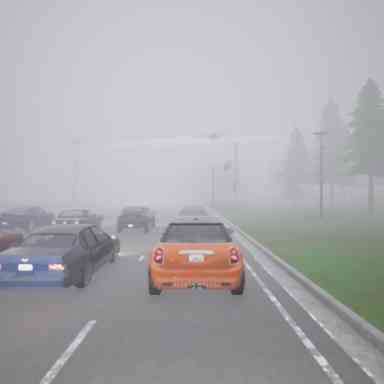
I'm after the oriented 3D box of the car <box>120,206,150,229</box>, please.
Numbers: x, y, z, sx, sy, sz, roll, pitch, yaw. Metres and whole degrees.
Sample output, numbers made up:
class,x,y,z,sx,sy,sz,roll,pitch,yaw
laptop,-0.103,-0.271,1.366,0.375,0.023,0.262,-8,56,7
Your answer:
class,x,y,z,sx,sy,sz,roll,pitch,yaw
car,-3.420,1.637,20.901,1.837,1.490,4.892,0,-1,0

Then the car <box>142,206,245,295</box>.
class,x,y,z,sx,sy,sz,roll,pitch,yaw
car,0.092,1.409,9.009,2.097,1.767,4.553,0,0,0

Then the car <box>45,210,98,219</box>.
class,x,y,z,sx,sy,sz,roll,pitch,yaw
car,-6.918,1.731,20.434,1.895,1.301,4.718,0,0,0

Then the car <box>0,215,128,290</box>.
class,x,y,z,sx,sy,sz,roll,pitch,yaw
car,-3.407,1.607,9.319,2.033,1.411,5.357,0,0,0

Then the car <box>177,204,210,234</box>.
class,x,y,z,sx,sy,sz,roll,pitch,yaw
car,0.080,1.613,21.146,1.882,1.535,5.008,0,0,0

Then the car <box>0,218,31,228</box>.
class,x,y,z,sx,sy,sz,roll,pitch,yaw
car,-6.916,1.663,9.766,1.895,1.301,4.718,0,0,0

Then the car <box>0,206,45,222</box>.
class,x,y,z,sx,sy,sz,roll,pitch,yaw
car,-10.420,1.612,21.075,1.882,1.535,5.008,0,0,0
